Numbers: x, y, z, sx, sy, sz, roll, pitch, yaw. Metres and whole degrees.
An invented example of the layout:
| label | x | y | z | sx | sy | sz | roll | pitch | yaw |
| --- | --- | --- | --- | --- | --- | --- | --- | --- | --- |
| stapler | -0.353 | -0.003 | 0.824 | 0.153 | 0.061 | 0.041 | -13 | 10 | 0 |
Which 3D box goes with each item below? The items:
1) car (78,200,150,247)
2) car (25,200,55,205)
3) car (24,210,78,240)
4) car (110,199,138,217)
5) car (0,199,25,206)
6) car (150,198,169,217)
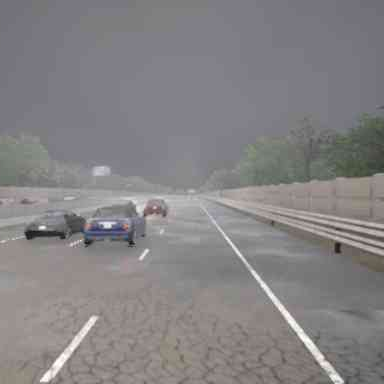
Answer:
| label | x | y | z | sx | sy | sz | roll | pitch | yaw |
| --- | --- | --- | --- | --- | --- | --- | --- | --- | --- |
| car | -3.408 | 1.405 | 15.557 | 2.097 | 1.767 | 4.553 | 0 | 0 | 0 |
| car | -17.611 | 1.652 | 39.822 | 1.812 | 1.442 | 4.674 | 0 | 0 | 0 |
| car | -6.909 | 1.622 | 17.361 | 1.994 | 1.385 | 4.181 | 0 | 0 | 0 |
| car | -6.918 | 1.589 | 34.381 | 1.882 | 1.535 | 5.008 | 0 | 0 | 0 |
| car | -21.110 | 1.605 | 40.171 | 1.882 | 1.535 | 5.008 | 0 | 0 | 0 |
| car | -3.416 | 1.458 | 32.570 | 2.097 | 1.767 | 4.553 | 0 | 0 | 0 |
